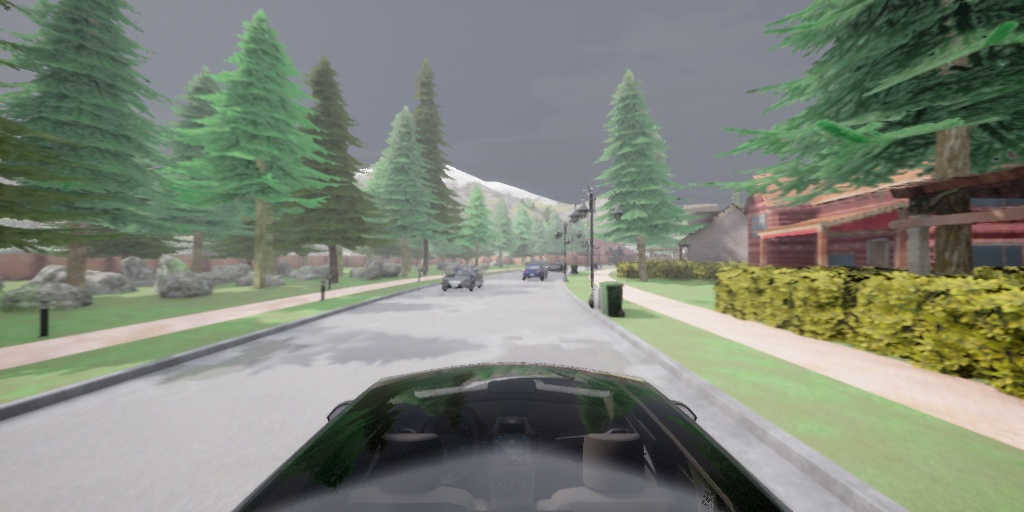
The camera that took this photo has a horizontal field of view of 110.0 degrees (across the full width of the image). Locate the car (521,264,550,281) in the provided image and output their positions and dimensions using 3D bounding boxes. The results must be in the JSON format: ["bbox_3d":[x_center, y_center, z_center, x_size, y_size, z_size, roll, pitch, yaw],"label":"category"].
[{"bbox_3d":[2.116,1.429,32.594,1.812,1.442,4.674,0,0,11],"label":"car"}]

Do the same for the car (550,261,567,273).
[{"bbox_3d":[6.228,1.477,48.425,2.128,1.511,4.902,0,0,19],"label":"car"}]

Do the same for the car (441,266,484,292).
[{"bbox_3d":[-2.992,1.382,22.456,2.128,1.511,4.902,0,0,5],"label":"car"}]
